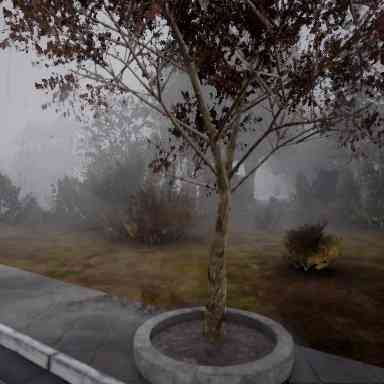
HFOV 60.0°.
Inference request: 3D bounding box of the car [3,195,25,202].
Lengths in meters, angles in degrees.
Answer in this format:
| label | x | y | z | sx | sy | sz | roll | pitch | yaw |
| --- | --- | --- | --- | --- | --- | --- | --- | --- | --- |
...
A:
| label | x | y | z | sx | sy | sz | roll | pitch | yaw |
| --- | --- | --- | --- | --- | --- | --- | --- | --- | --- |
| car | -22.616 | 1.175 | 43.304 | 1.837 | 1.490 | 4.892 | 1 | 0 | 32 |
